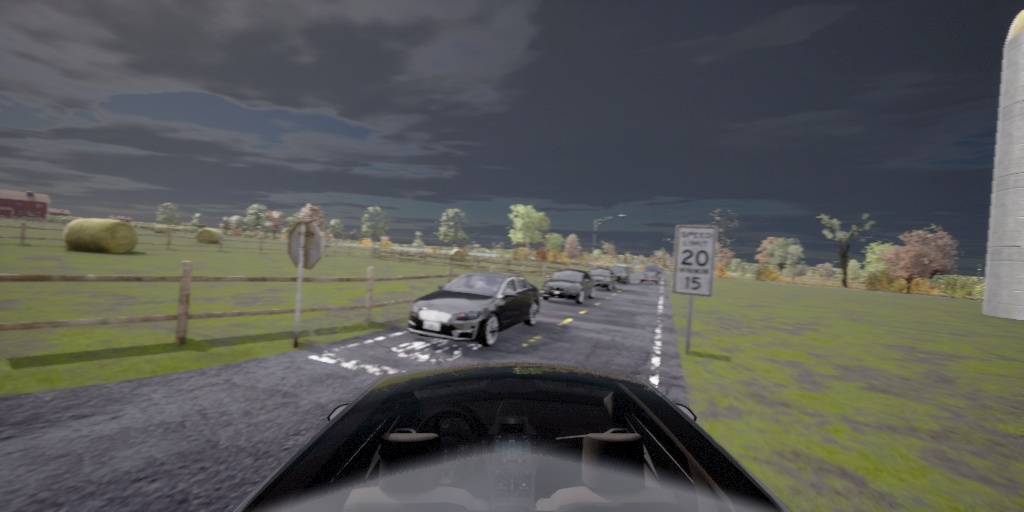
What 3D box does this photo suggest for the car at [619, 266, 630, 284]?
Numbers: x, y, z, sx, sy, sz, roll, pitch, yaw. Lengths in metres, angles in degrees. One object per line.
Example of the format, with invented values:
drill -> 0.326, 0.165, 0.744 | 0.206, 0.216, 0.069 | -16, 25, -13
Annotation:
car -> 10.551, 1.799, 35.905 | 2.097, 1.767, 4.553 | 4, 0, 23

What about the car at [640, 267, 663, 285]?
car -> 15.173, 2.320, 39.426 | 2.033, 1.411, 5.357 | 4, 0, 23

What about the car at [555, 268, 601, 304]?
car -> 2.944, 1.440, 18.063 | 1.837, 1.490, 4.892 | 4, 0, 23

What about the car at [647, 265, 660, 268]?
car -> 19.439, 2.277, 49.421 | 2.150, 2.045, 5.566 | 4, 0, 23

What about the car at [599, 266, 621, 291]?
car -> 6.656, 1.691, 26.809 | 1.837, 1.490, 4.892 | 4, 0, 23

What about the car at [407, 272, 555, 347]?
car -> -0.680, 1.181, 9.390 | 2.128, 1.511, 4.902 | 4, 0, 22
